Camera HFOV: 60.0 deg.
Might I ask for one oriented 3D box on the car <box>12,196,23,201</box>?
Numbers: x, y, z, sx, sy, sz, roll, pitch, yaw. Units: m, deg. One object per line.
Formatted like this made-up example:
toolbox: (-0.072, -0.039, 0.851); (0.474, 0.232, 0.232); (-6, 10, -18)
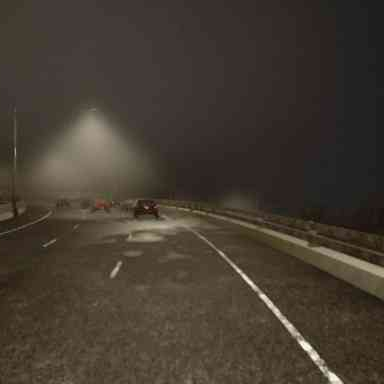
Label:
car: (-40.866, 1.754, 77.331); (4.892, 1.490, 1.837); (0, 0, 43)

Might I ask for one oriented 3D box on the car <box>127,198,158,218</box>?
car: (-4.439, 1.374, 30.383); (2.097, 1.767, 4.553); (-1, 0, -16)

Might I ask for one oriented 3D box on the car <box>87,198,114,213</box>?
car: (-10.476, 1.587, 37.858); (1.812, 1.442, 4.674); (0, 0, -22)

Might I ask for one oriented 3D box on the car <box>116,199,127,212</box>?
car: (-7.106, 1.586, 38.823); (2.033, 1.411, 5.357); (0, 0, -22)

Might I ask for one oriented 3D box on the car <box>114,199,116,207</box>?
car: (-11.624, 1.667, 49.338); (1.895, 1.301, 4.718); (0, 0, -28)

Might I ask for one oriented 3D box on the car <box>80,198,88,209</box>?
car: (-14.851, 1.613, 47.964); (1.812, 1.442, 4.674); (0, 0, -28)

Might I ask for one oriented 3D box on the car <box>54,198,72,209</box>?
car: (-18.195, 1.635, 46.814); (1.812, 1.442, 4.674); (0, 0, -28)
